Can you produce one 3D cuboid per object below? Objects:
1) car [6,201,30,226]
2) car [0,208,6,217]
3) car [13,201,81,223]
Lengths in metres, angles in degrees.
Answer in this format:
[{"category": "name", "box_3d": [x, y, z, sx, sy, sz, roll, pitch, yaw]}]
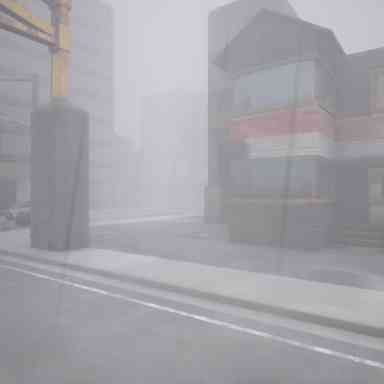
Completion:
[{"category": "car", "box_3d": [-9.742, 1.453, 22.753, 2.038, 1.542, 4.974, 0, 0, 15]}, {"category": "car", "box_3d": [-12.899, 1.295, 25.453, 4.536, 1.218, 1.853, 0, 0, -30]}, {"category": "car", "box_3d": [-9.728, 1.295, 22.803, 1.853, 1.218, 4.536, 0, 0, 15]}]
